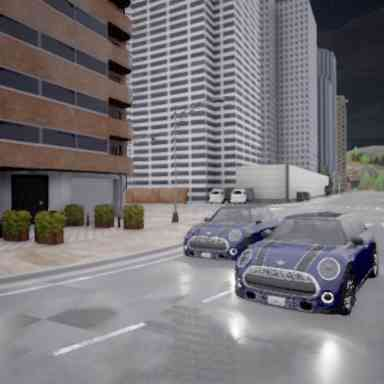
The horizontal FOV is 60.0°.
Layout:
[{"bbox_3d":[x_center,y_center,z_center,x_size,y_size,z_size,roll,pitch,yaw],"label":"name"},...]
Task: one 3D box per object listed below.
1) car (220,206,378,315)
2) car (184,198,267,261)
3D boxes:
[{"bbox_3d":[2.807,1.284,7.626,2.097,1.767,4.553,0,0,37],"label":"car"},{"bbox_3d":[1.614,1.275,11.856,2.097,1.767,4.553,0,0,32],"label":"car"}]
